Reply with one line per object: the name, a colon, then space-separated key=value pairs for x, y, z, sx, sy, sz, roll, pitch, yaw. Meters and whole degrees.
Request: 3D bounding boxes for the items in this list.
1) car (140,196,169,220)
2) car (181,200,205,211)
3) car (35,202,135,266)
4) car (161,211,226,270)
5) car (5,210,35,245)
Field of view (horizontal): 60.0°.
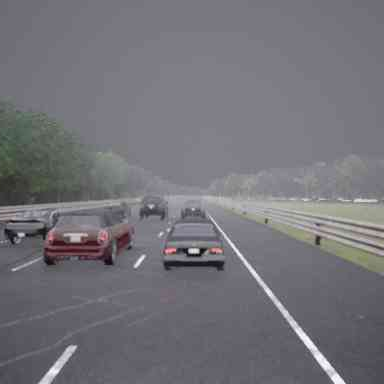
car: x=-3.387 y=1.382 z=30.255 sx=2.150 sy=2.045 sz=5.566 roll=0 pitch=0 yaw=0
car: x=0.106 y=1.524 z=30.901 sx=2.097 sy=1.767 sz=4.553 roll=0 pitch=0 yaw=0
car: x=-3.424 y=1.415 z=11.949 sx=2.097 sy=1.767 sz=4.553 roll=0 pitch=0 yaw=0
car: x=0.072 y=1.607 z=11.215 sx=2.033 sy=1.411 sz=5.357 roll=0 pitch=0 yaw=1
car: x=-6.907 y=1.562 z=15.921 sx=2.128 sy=1.511 sz=4.902 roll=0 pitch=-1 yaw=0
